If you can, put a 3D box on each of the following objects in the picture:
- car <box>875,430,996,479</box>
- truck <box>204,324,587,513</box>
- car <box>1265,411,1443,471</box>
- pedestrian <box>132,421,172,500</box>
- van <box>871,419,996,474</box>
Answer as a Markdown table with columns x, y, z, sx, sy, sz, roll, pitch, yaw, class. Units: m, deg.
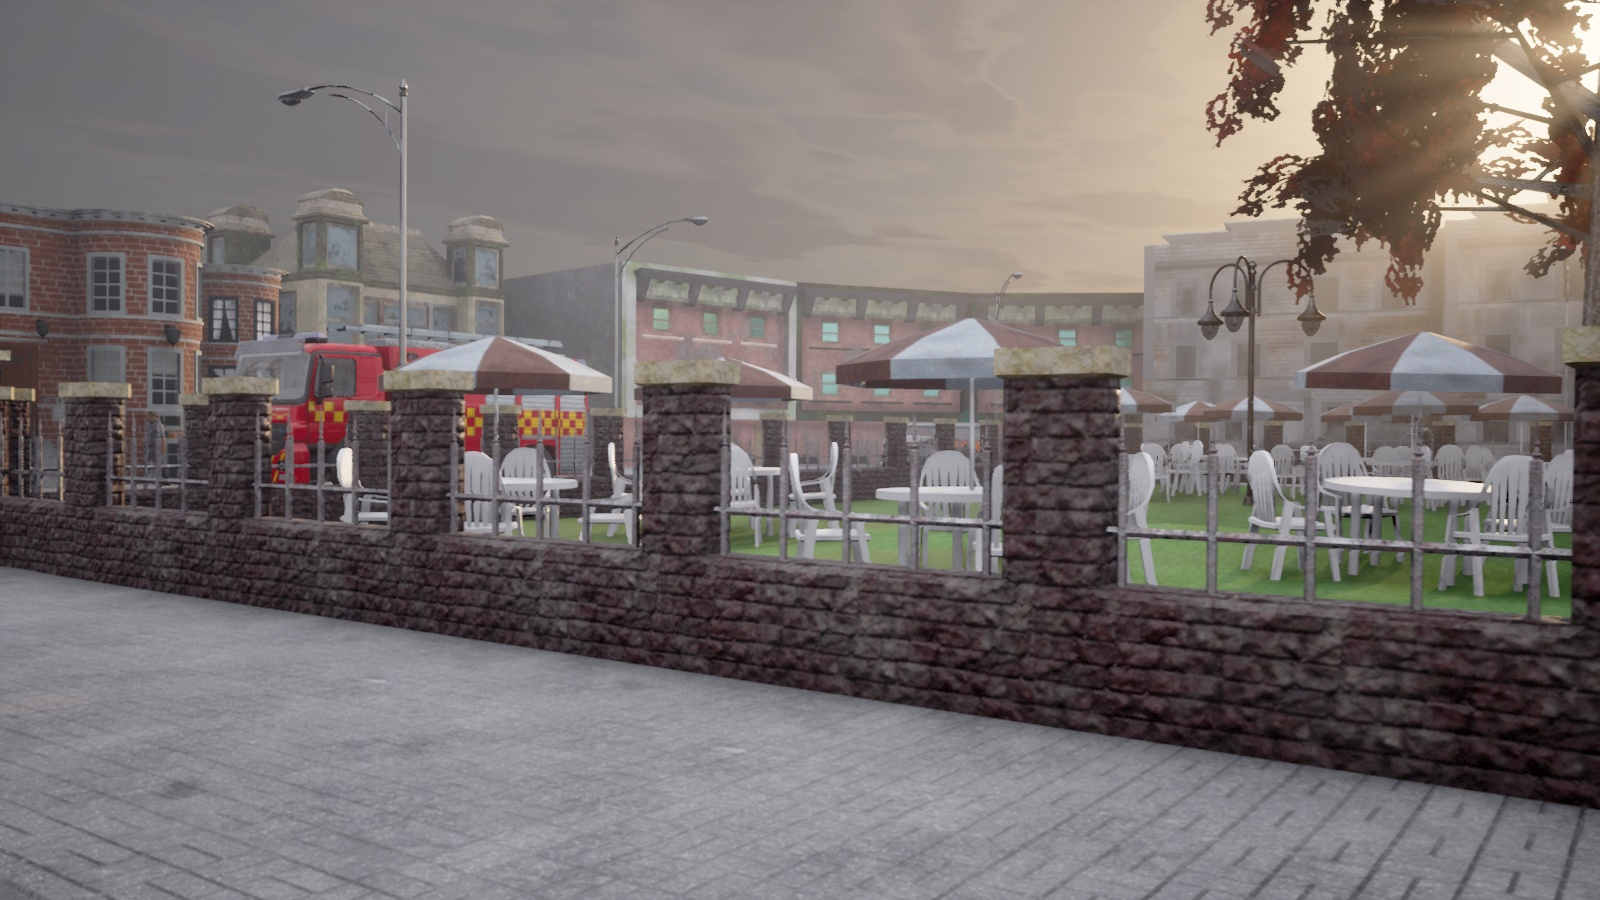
| x | y | z | sx | sy | sz | roll | pitch | yaw | class |
| --- | --- | --- | --- | --- | --- | --- | --- | --- | --- |
| 4.584 | 0.109 | 41.986 | 2.007 | 1.525 | 4.514 | 0 | 1 | 37 | car |
| -9.138 | -0.702 | 29.605 | 2.891 | 3.827 | 8.468 | 0 | 1 | 36 | truck |
| 20.018 | -0.329 | 45.507 | 5.566 | 2.045 | 2.150 | 0 | 1 | 35 | car |
| -15.402 | 0.237 | 29.835 | 0.694 | 1.848 | 0.540 | -1 | 1 | -43 | pedestrian |
| 5.098 | -0.162 | 47.898 | 4.442 | 1.987 | 1.775 | -1 | 1 | -27 | van |
